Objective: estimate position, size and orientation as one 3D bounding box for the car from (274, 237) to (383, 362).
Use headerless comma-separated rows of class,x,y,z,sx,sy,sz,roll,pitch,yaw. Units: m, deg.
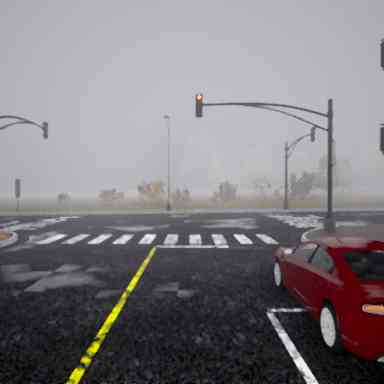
car,2.702,1.452,5.848,1.887,1.381,4.507,0,1,0
